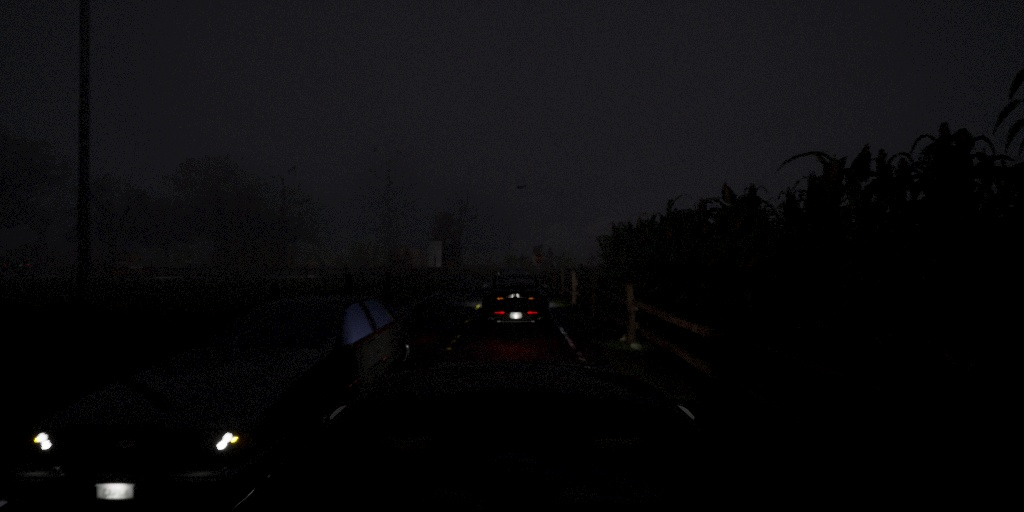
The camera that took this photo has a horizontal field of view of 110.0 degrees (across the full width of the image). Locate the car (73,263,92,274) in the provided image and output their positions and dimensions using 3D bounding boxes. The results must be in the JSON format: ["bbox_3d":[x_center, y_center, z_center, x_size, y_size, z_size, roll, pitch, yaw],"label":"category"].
[{"bbox_3d":[-45.488,1.442,39.633,4.892,1.490,1.837,0,0,1],"label":"car"}]

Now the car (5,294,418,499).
[{"bbox_3d":[-2.851,1.312,5.238,2.033,1.411,5.357,0,0,0],"label":"car"}]

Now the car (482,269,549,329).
[{"bbox_3d":[0.100,1.288,11.417,1.837,1.490,4.892,0,-1,0],"label":"car"}]

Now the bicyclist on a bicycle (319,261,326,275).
[{"bbox_3d":[-22.423,1.390,42.402,0.582,1.620,1.656,0,0,1],"label":"bicyclist on a bicycle"}]

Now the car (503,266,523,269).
[{"bbox_3d":[0.073,1.377,23.224,2.033,1.411,5.357,0,0,-1],"label":"car"}]

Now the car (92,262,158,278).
[{"bbox_3d":[-39.163,1.401,36.677,5.008,1.535,1.882,0,0,1],"label":"car"}]
